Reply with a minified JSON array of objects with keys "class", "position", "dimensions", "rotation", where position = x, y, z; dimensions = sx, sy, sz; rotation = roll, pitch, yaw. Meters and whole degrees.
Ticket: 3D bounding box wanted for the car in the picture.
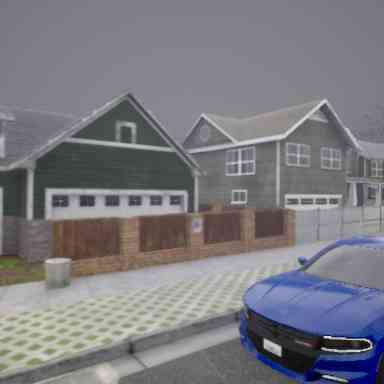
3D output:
[{"class":"car","position":[2.929,1.471,5.158],"dimensions":[5.008,1.535,1.882],"rotation":[0,0,-35]}]
